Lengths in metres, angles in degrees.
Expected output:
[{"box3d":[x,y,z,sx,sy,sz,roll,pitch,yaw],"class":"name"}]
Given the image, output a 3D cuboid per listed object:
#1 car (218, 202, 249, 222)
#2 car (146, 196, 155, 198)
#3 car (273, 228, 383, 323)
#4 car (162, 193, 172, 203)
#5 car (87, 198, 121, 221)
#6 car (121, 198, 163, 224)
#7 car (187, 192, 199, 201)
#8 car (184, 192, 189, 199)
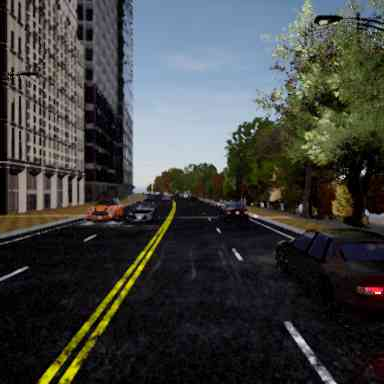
[{"box3d":[3.142,1.500,25.837,2.033,1.411,5.357,0,0,-1],"class":"car"},{"box3d":[-8.474,1.455,67.323,1.895,1.301,4.718,0,0,-4],"class":"car"},{"box3d":[3.344,1.535,7.515,2.033,1.411,5.357,0,0,0],"class":"car"},{"box3d":[-5.075,1.413,64.987,2.033,1.411,5.357,0,0,-3],"class":"car"},{"box3d":[-6.832,1.303,26.689,2.097,1.767,4.553,0,0,-1],"class":"car"},{"box3d":[-3.538,1.447,24.549,2.128,1.511,4.902,0,0,-1],"class":"car"},{"box3d":[0.538,1.395,78.207,1.994,1.385,4.181,0,0,-4],"class":"car"},{"box3d":[-0.362,1.364,89.227,1.994,1.385,4.181,0,0,-5],"class":"car"}]
